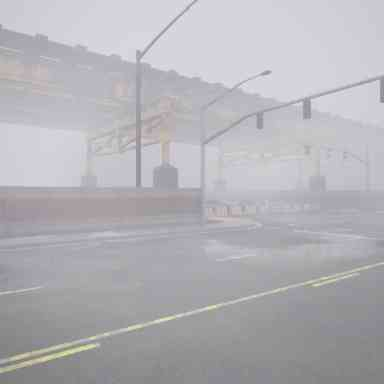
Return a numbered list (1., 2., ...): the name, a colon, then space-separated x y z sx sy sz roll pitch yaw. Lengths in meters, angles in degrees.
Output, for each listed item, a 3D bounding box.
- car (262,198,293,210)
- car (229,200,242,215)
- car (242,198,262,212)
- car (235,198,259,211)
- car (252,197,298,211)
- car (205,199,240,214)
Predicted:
1. car: 9.926 1.295 40.130 4.536 1.218 1.853 0 0 -7
2. car: 2.321 1.453 33.693 4.974 1.542 2.038 0 0 8
3. car: 6.067 1.453 36.377 2.038 1.542 4.974 0 0 18
4. car: 6.083 1.295 36.427 1.853 1.218 4.536 0 0 18
5. car: 9.978 1.453 40.136 4.974 1.542 2.038 0 0 -7
6. car: 2.270 1.295 33.700 4.536 1.218 1.853 0 0 8
